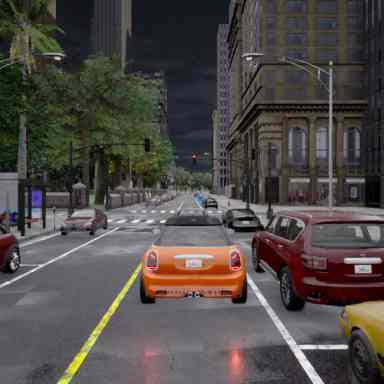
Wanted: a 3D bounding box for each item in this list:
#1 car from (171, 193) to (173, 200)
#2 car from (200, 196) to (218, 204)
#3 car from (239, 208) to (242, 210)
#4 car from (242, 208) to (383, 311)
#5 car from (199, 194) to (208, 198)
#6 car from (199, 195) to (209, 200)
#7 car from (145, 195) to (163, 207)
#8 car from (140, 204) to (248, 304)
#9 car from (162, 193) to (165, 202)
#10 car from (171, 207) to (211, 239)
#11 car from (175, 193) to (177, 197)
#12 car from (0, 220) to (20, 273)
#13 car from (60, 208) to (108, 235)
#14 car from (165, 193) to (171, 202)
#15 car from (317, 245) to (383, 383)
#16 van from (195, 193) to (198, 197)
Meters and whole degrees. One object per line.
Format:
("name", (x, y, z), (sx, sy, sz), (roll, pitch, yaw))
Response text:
("car", (-6.167, 1.258, 77.488), (2.192, 1.841, 5.009), (0, 0, 0))
("car", (2.530, 1.544, 44.992), (1.947, 1.339, 4.313), (0, 0, 0))
("car", (2.668, 1.561, 18.555), (1.947, 1.339, 4.313), (0, 0, 0))
("car", (2.724, 1.314, 7.705), (2.192, 1.841, 5.009), (0, 0, 0))
("car", (2.472, 1.495, 56.002), (1.752, 1.417, 4.829), (0, 0, 0))
("car", (2.501, 1.540, 50.412), (1.947, 1.339, 4.313), (0, 0, 0))
("car", (-6.024, 1.525, 50.387), (2.008, 1.369, 4.403), (0, 0, 0))
("car", (0.033, 1.351, 8.326), (2.097, 1.767, 4.553), (0, 0, 0))
("car", (-6.053, 1.409, 55.807), (1.967, 1.590, 4.097), (0, 0, 0))
("car", (-0.030, 1.596, 18.145), (1.895, 1.301, 4.718), (0, 0, 0))
("car", (-6.252, 1.232, 93.749), (2.192, 1.841, 5.009), (0, 0, 0))
("car", (-5.801, 1.438, 7.676), (1.967, 1.590, 4.097), (0, 0, 0))
("car", (-5.857, 1.577, 18.528), (1.802, 1.307, 4.206), (0, 0, 0))
("car", (-6.138, 1.391, 72.068), (1.967, 1.590, 4.097), (0, 0, 0))
("car", (2.753, 1.525, 2.450), (1.752, 1.417, 4.829), (0, 0, 0))
("van", (2.330, 1.276, 82.934), (1.690, 1.788, 3.998), (0, 0, 0))
